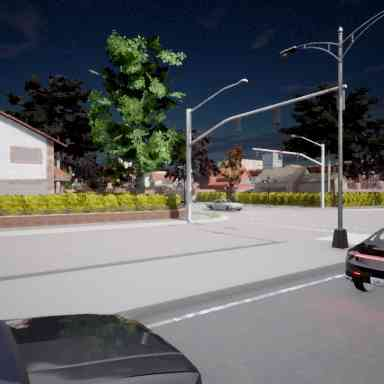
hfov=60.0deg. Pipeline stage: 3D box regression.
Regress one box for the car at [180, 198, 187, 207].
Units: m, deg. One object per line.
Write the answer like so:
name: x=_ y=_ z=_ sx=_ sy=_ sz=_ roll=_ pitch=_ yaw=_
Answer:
car: x=-2.129 y=1.483 z=46.593 sx=1.895 sy=1.301 sz=4.718 roll=0 pitch=0 yaw=-36

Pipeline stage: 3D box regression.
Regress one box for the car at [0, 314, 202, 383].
car: x=-2.446 y=1.543 z=2.001 sx=5.357 sy=1.411 sz=2.033 roll=0 pitch=0 yaw=-36

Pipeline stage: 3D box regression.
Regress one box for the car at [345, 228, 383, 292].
car: x=5.496 y=1.474 z=7.651 sx=4.902 sy=1.511 sz=2.128 roll=0 pitch=0 yaw=-35

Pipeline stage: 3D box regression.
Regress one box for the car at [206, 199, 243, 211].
car: x=3.754 y=1.505 z=38.422 sx=1.895 sy=1.301 sz=4.718 roll=0 pitch=0 yaw=-36
